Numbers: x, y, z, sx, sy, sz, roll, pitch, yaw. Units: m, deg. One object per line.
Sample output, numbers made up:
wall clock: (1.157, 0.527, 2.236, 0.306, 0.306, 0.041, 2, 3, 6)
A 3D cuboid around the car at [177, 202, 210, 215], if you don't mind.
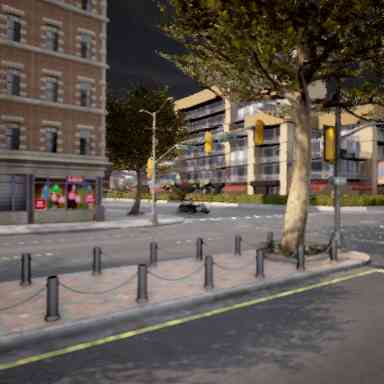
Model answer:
car: (0.107, 1.736, 36.279, 1.994, 1.385, 4.181, 1, 0, -36)
